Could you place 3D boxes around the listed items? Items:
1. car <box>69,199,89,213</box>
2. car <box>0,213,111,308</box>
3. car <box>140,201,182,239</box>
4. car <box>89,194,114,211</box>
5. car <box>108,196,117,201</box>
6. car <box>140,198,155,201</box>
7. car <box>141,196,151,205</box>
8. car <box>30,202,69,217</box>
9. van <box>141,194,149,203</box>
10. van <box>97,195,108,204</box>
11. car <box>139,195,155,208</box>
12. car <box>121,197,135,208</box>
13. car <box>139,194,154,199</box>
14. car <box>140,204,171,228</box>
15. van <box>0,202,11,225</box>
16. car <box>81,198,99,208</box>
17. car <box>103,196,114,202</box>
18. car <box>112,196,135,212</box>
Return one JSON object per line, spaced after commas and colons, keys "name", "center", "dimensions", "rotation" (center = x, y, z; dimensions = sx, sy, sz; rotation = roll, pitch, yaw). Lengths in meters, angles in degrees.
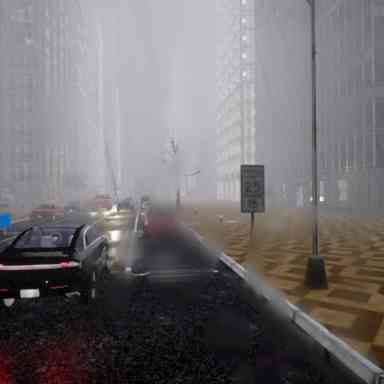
{"name": "car", "center": [-13.510, 1.638, 38.481], "dimensions": [1.947, 1.339, 4.313], "rotation": [0, 0, -9]}
{"name": "car", "center": [-3.108, 1.502, 8.018], "dimensions": [2.128, 1.511, 4.902], "rotation": [0, 0, -9]}
{"name": "car", "center": [-1.667, 1.442, 17.253], "dimensions": [1.967, 1.590, 4.097], "rotation": [0, 0, -9]}
{"name": "car", "center": [-11.385, 1.281, 42.335], "dimensions": [2.150, 2.045, 5.566], "rotation": [0, 0, -9]}
{"name": "car", "center": [-21.239, 1.674, 89.097], "dimensions": [2.008, 1.369, 4.403], "rotation": [0, 0, -9]}
{"name": "car", "center": [-4.364, 1.600, 34.104], "dimensions": [1.802, 1.307, 4.206], "rotation": [0, 0, -9]}
{"name": "car", "center": [-8.683, 1.570, 62.391], "dimensions": [1.752, 1.417, 4.829], "rotation": [0, 0, -9]}
{"name": "car", "center": [-11.802, 1.606, 27.234], "dimensions": [1.887, 1.381, 4.507], "rotation": [0, 0, -9]}
{"name": "van", "center": [-10.374, 1.397, 73.471], "dimensions": [1.690, 1.788, 3.998], "rotation": [0, 0, -9]}
{"name": "van", "center": [-17.803, 1.440, 66.602], "dimensions": [1.690, 1.788, 3.998], "rotation": [0, 0, -9]}
{"name": "car", "center": [-6.939, 1.349, 50.976], "dimensions": [2.192, 1.841, 5.009], "rotation": [0, 0, -9]}
{"name": "car", "center": [-9.382, 1.526, 49.187], "dimensions": [1.882, 1.535, 5.008], "rotation": [0, 0, -8]}
{"name": "car", "center": [-6.081, 1.344, 45.352], "dimensions": [2.192, 1.841, 5.009], "rotation": [0, 0, -9]}
{"name": "car", "center": [-2.581, 1.574, 22.868], "dimensions": [1.947, 1.339, 4.313], "rotation": [0, 0, -9]}
{"name": "van", "center": [-10.194, 1.393, 15.971], "dimensions": [1.690, 1.788, 3.998], "rotation": [0, 0, -9]}
{"name": "car", "center": [-15.227, 1.649, 49.730], "dimensions": [1.947, 1.339, 4.313], "rotation": [0, 0, -9]}
{"name": "car", "center": [-19.522, 1.676, 77.850], "dimensions": [1.947, 1.339, 4.313], "rotation": [0, 0, -9]}
{"name": "car", "center": [-7.799, 1.530, 39.118], "dimensions": [2.128, 1.511, 4.902], "rotation": [0, 0, -8]}
